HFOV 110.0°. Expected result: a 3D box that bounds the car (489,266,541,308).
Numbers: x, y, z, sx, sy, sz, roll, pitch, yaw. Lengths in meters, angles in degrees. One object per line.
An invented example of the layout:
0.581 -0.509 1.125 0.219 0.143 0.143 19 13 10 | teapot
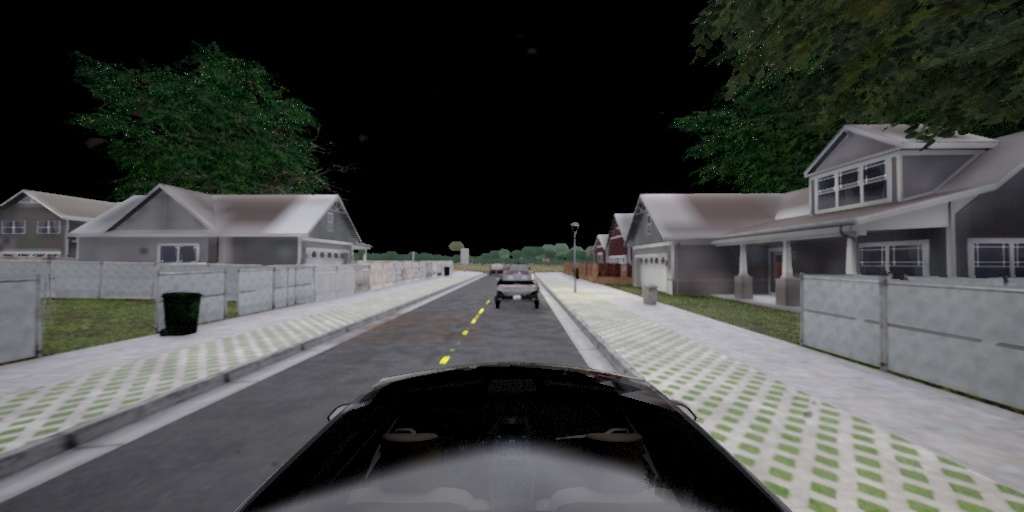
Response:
0.252 1.384 16.053 2.128 1.511 4.902 0 0 1 | car

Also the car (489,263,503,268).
-1.855 1.690 46.063 1.882 1.535 5.008 0 -1 1 | car

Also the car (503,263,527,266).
0.573 1.396 30.826 2.097 1.767 4.553 0 -1 1 | car
